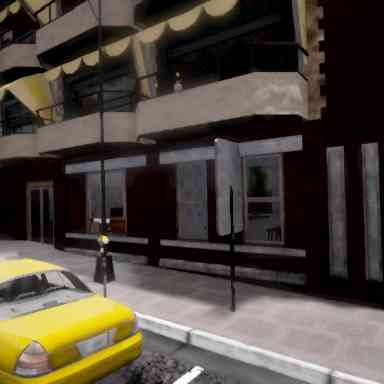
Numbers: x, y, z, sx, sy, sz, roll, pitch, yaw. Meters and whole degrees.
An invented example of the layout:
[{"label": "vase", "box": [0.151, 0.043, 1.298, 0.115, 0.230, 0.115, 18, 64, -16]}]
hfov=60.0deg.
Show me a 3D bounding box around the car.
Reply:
[{"label": "car", "box": [-2.862, 1.528, 4.788, 4.829, 1.417, 1.752, 0, -2, 36]}]
